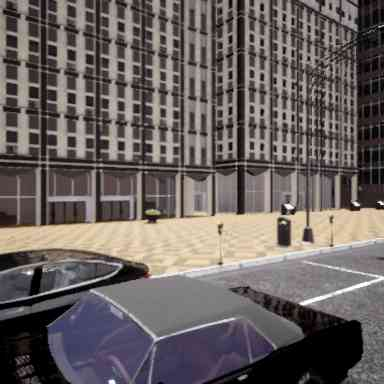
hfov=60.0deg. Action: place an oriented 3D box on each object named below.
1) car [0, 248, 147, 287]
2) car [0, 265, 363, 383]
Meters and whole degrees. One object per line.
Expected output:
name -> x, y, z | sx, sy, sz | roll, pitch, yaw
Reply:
car -> -2.594, 1.565, 4.712 | 4.313, 1.339, 1.947 | 0, 0, -35
car -> -0.546, 1.601, 2.986 | 4.718, 1.301, 1.895 | 0, 0, -35
